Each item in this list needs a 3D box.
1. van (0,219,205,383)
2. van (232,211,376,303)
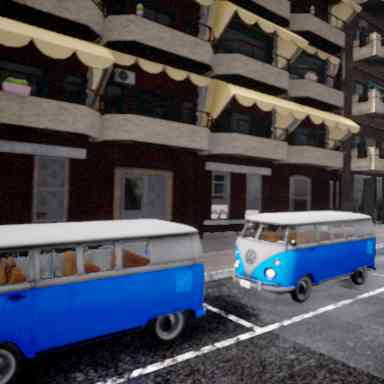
[{"bbox_3d":[-1.682,1.350,4.867,3.998,1.788,1.690,0,1,-35],"label":"van"},{"bbox_3d":[2.822,1.384,8.078,3.998,1.788,1.690,0,1,-35],"label":"van"}]
